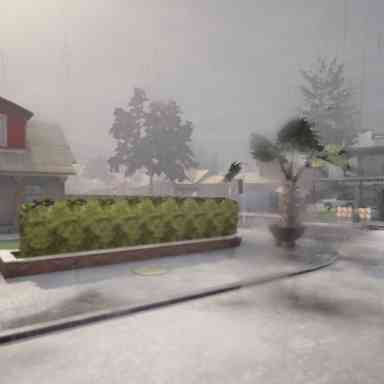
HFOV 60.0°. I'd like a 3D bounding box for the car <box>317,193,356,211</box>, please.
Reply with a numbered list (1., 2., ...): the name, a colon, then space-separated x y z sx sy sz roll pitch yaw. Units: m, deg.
1. car: 14.997 1.023 34.541 3.866 1.878 1.905 0 0 0
